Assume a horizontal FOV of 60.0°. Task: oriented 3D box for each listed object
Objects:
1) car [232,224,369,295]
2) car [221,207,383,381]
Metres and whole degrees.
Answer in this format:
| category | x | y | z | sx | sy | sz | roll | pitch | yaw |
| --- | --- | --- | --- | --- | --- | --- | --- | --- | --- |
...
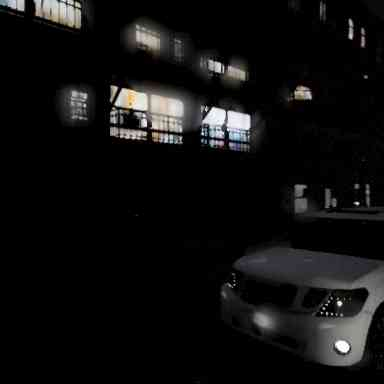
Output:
| category | x | y | z | sx | sy | sz | roll | pitch | yaw |
| --- | --- | --- | --- | --- | --- | --- | --- | --- | --- |
| car | 3.277 | 1.737 | 9.626 | 4.206 | 1.307 | 1.802 | 1 | -2 | -40 |
| car | 3.014 | 1.319 | 6.041 | 5.566 | 2.045 | 2.150 | 1 | -1 | -40 |
